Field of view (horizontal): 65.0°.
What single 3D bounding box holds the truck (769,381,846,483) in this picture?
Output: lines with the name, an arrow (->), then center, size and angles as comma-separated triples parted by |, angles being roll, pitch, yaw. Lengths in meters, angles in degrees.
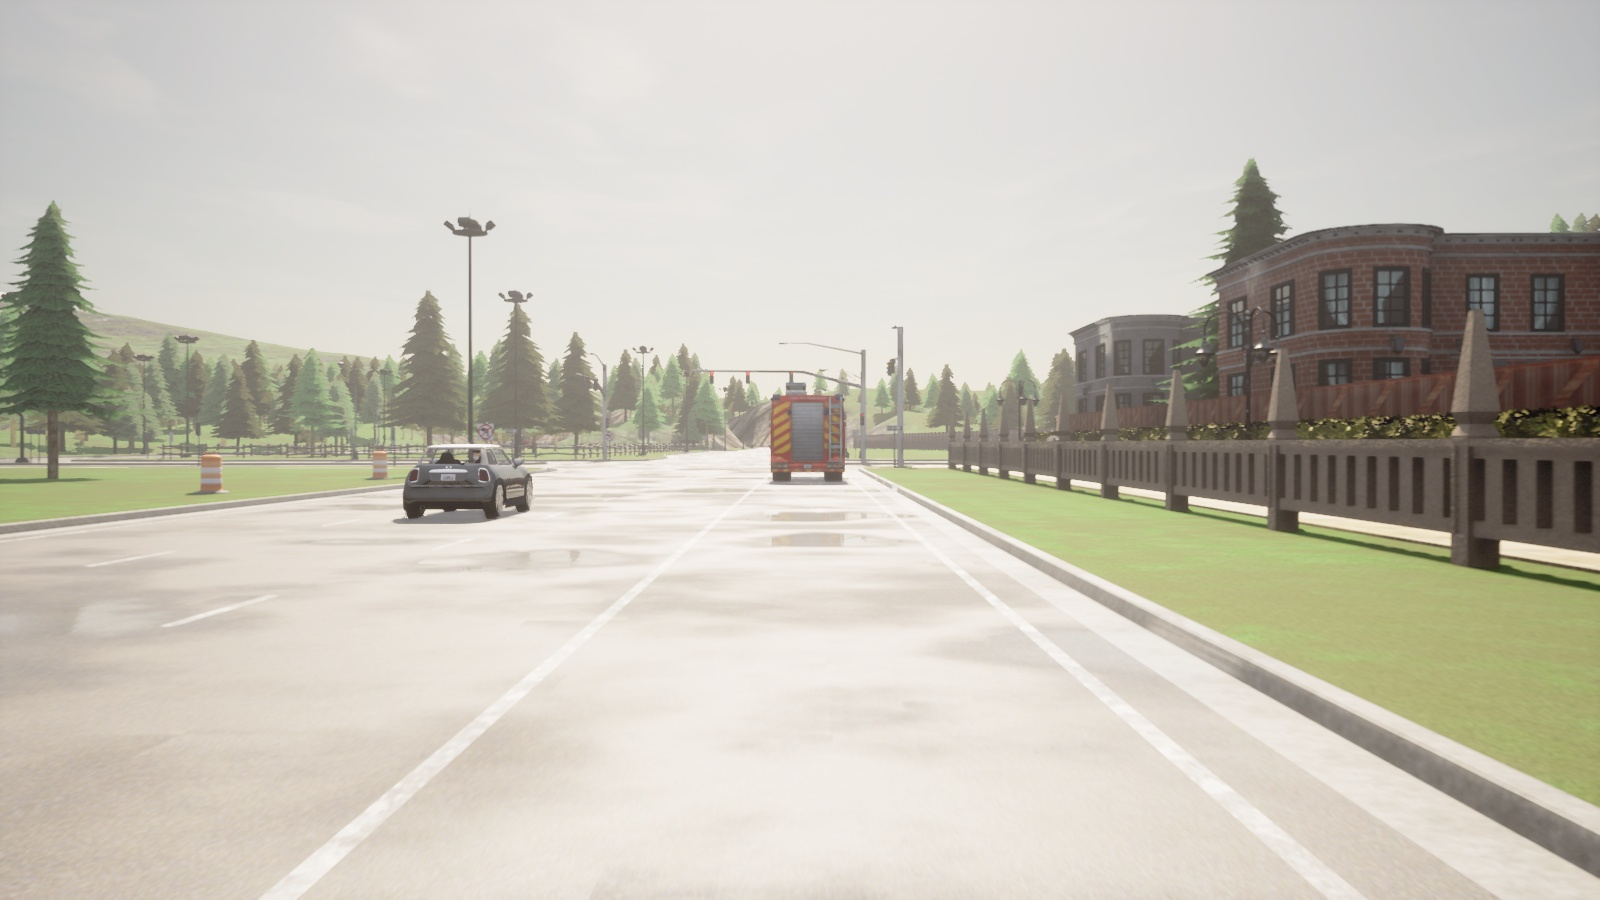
truck -> 0.310, -0.709, 51.661 | 2.891, 3.827, 8.468 | 0, 0, 0

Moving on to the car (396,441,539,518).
car -> -6.836, 0.559, 26.222 | 1.970, 1.475, 3.806 | 0, 0, 0
